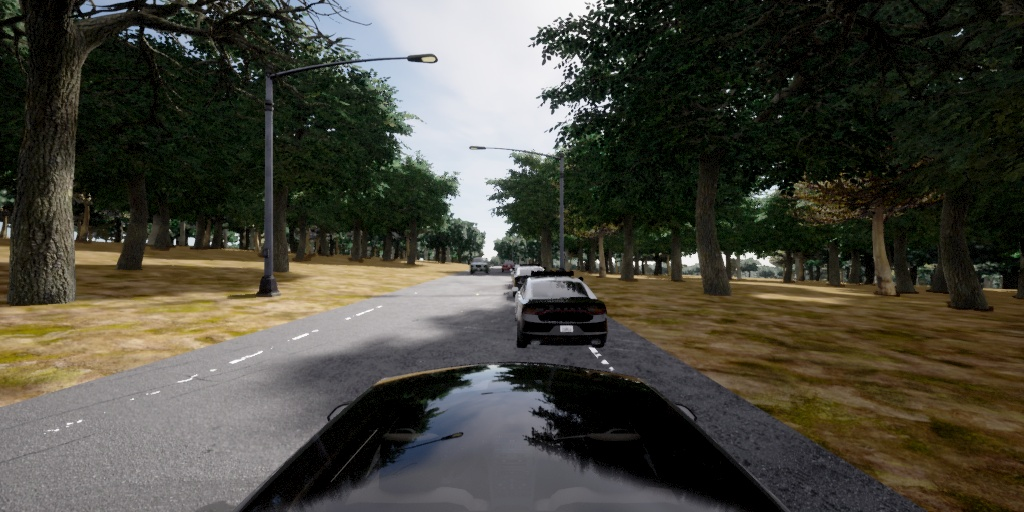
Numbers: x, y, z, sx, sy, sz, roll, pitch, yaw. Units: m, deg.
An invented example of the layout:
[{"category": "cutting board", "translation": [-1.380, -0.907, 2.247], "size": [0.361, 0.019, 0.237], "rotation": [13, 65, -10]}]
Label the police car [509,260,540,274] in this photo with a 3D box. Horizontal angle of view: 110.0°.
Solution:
[{"category": "police car", "translation": [0.966, 1.219, 19.440], "size": [1.930, 1.638, 5.238], "rotation": [-1, 0, 0]}]

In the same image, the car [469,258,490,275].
[{"category": "car", "translation": [-3.851, 1.198, 43.435], "size": [2.150, 2.045, 5.566], "rotation": [0, 0, -1]}]

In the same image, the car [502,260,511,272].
[{"category": "car", "translation": [-0.421, 1.402, 51.669], "size": [2.097, 1.767, 4.553], "rotation": [0, -1, -1]}]

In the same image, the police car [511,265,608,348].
[{"category": "police car", "translation": [1.033, 1.190, 9.426], "size": [1.930, 1.638, 5.238], "rotation": [0, 0, 0]}]
